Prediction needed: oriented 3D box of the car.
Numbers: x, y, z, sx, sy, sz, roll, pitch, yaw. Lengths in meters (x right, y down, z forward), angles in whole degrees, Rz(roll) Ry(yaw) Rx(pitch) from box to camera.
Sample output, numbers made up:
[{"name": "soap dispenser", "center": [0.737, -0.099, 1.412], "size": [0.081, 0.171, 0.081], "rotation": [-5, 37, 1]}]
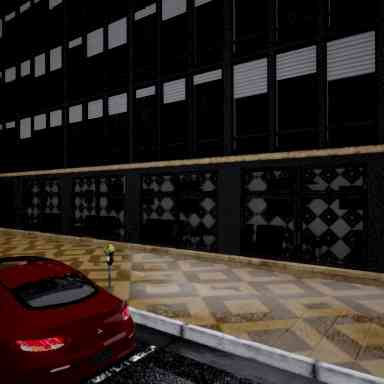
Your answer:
[{"name": "car", "center": [-2.627, 1.582, 4.701], "size": [4.206, 1.307, 1.802], "rotation": [0, 0, 35]}]
